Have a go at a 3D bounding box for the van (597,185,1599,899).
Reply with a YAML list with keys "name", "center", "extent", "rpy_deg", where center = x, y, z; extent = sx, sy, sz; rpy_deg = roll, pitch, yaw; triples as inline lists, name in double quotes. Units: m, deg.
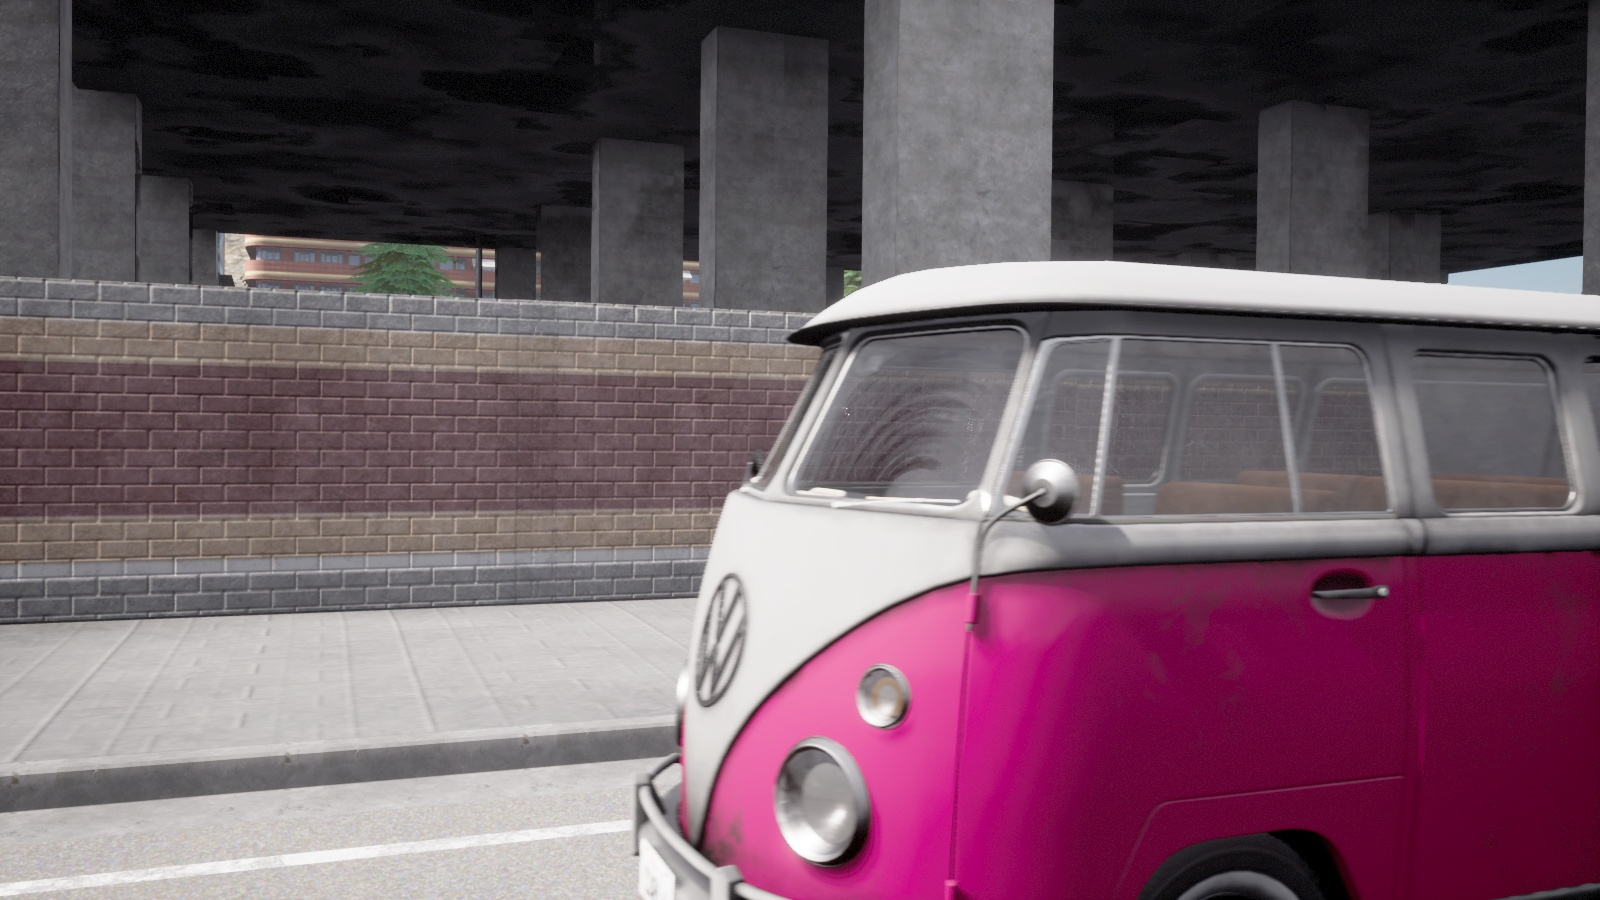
- name: "van"
  center: [1.767, 0.468, 3.908]
  extent: [4.442, 1.987, 1.775]
  rpy_deg: [-1, 1, -21]
